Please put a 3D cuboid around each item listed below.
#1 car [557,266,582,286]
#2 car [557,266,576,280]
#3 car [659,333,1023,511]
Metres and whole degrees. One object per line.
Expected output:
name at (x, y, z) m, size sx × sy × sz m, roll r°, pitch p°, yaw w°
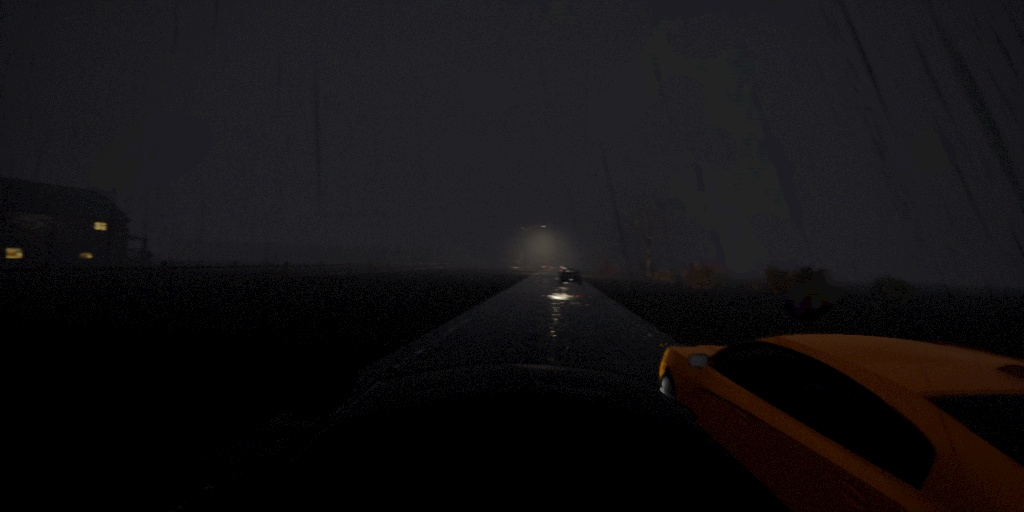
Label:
car at (5.252, 1.795, 32.387) m, size 2.128 × 1.511 × 4.902 m, roll 2°, pitch -1°, yaw 7°
car at (6.539, 1.979, 43.551) m, size 2.128 × 1.511 × 4.902 m, roll 2°, pitch -1°, yaw 7°
car at (2.587, 1.315, 2.586) m, size 1.882 × 1.535 × 5.008 m, roll 2°, pitch -1°, yaw 7°
